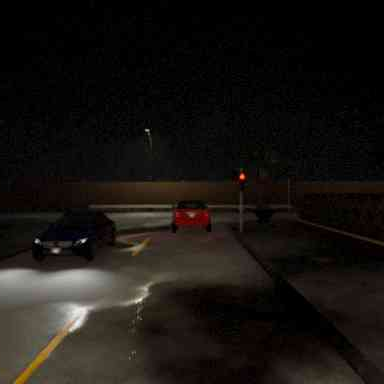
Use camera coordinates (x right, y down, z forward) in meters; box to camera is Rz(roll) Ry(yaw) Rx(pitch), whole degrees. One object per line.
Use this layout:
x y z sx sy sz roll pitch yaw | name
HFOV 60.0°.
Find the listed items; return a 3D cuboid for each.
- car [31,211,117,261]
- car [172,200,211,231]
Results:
-4.001 1.444 12.094 1.812 1.442 4.674 0 0 0 | car
-0.104 1.222 19.511 2.097 1.767 4.553 0 0 -3 | car
